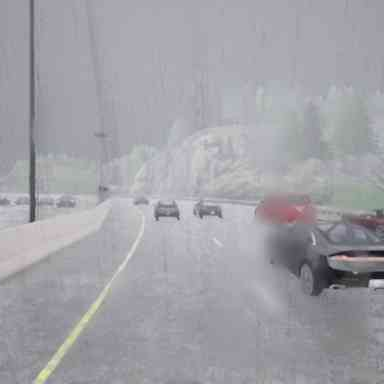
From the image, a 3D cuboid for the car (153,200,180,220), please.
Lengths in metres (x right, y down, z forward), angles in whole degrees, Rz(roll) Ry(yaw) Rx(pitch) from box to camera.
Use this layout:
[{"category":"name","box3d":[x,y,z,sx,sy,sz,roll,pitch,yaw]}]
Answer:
[{"category":"car","box3d":[-2.087,1.397,26.776,2.128,1.511,4.902,0,0,-8]}]

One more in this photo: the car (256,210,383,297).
[{"category":"car","box3d":[3.268,1.452,8.517,2.128,1.511,4.902,0,0,-3]}]

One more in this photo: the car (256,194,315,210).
[{"category":"car","box3d":[5.765,1.130,21.087,2.150,2.045,5.566,0,0,-6]}]

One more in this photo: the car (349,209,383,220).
[{"category":"car","box3d":[9.684,1.515,17.141,1.895,1.301,4.718,0,0,-5]}]

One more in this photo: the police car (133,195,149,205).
[{"category":"police car","box3d":[-8.227,1.324,53.598,2.038,1.542,4.974,0,0,-17]}]

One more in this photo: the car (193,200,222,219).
[{"category":"car","box3d":[1.266,1.418,28.034,1.812,1.442,4.674,0,0,-9]}]
